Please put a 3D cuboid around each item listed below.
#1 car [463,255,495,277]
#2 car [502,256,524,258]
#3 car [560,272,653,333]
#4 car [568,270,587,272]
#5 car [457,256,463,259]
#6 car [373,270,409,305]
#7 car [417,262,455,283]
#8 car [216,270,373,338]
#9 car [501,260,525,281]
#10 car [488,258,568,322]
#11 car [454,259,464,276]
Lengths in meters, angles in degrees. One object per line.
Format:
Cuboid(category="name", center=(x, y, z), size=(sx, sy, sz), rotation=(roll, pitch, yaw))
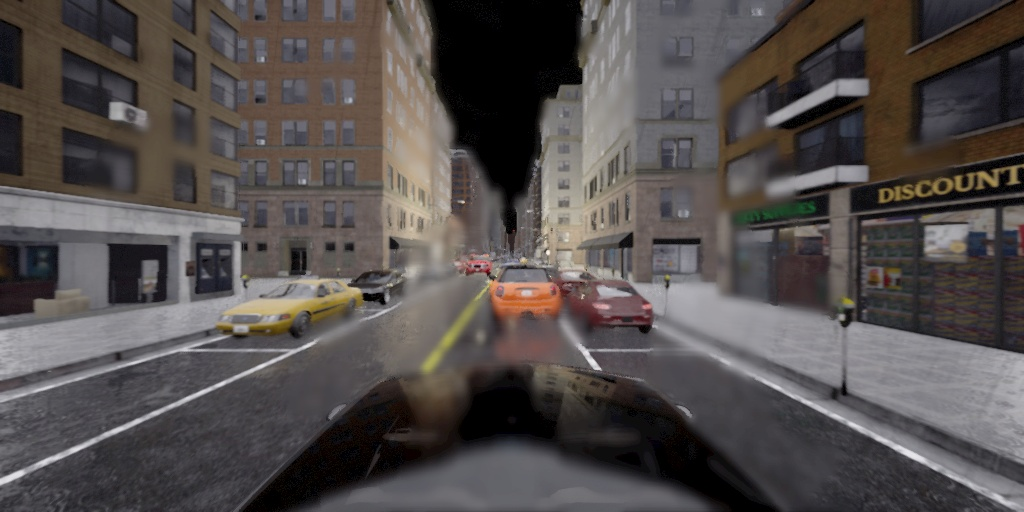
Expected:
Cuboid(category="car", center=(-3.089, 0.883, 34.854), size=(2.150, 2.045, 5.566), rotation=(0, 0, 0))
Cuboid(category="car", center=(0.103, 1.124, 44.387), size=(2.128, 1.511, 4.902), rotation=(0, 0, 0))
Cuboid(category="car", center=(2.669, 1.309, 10.352), size=(1.802, 1.307, 4.207), rotation=(0, 0, 0))
Cuboid(category="car", center=(2.669, 1.258, 15.877), size=(1.888, 1.381, 4.507), rotation=(0, 0, 0))
Cuboid(category="car", center=(-5.856, 0.950, 43.476), size=(2.192, 1.841, 5.009), rotation=(0, 0, 0))
Cuboid(category="car", center=(-5.857, 1.278, 15.858), size=(1.948, 1.339, 4.313), rotation=(0, 0, 0))
Cuboid(category="car", center=(-5.857, 1.233, 26.905), size=(2.007, 1.370, 4.403), rotation=(0, 0, 0))
Cuboid(category="car", center=(-5.858, 1.253, 10.164), size=(1.751, 1.417, 4.829), rotation=(0, 0, 0))
Cuboid(category="car", center=(0.099, 1.150, 30.639), size=(1.882, 1.535, 5.008), rotation=(0, 0, 0))
Cuboid(category="car", center=(0.313, 1.074, 12.372), size=(2.097, 1.767, 4.553), rotation=(0, 0, -4))
Cuboid(category="car", center=(-5.856, 1.233, 32.429), size=(1.948, 1.339, 4.313), rotation=(0, 0, 0))
